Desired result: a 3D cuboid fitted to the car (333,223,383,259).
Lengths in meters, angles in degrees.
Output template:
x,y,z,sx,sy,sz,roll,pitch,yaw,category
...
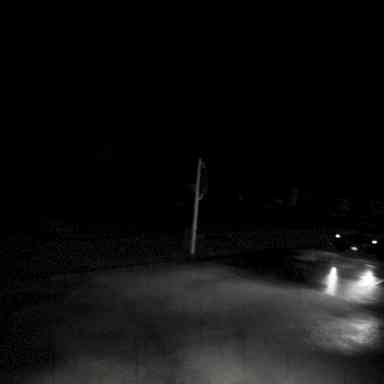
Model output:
x,y,z,sx,sy,sz,roll,pitch,yaw,category
8.301,2.127,15.204,4.718,1.301,1.895,4,1,-43,car
